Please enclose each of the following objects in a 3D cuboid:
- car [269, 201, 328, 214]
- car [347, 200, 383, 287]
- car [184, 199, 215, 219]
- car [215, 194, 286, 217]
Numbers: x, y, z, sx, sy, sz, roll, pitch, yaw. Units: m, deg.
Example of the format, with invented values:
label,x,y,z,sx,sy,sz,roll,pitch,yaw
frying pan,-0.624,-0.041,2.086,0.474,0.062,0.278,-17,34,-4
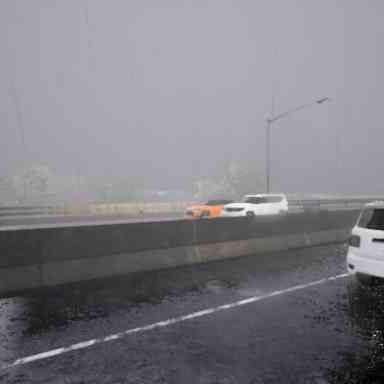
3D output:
label,x,y,z,sx,sy,sz,roll,pitch,yaw
car,7.498,1.525,22.093,4.181,1.385,1.994,0,0,-35
car,5.999,1.200,7.983,5.566,2.045,2.150,0,0,-35
car,1.586,1.315,26.503,4.553,1.767,2.097,0,0,-35
car,4.755,1.183,24.452,5.566,2.045,2.150,0,0,-35
